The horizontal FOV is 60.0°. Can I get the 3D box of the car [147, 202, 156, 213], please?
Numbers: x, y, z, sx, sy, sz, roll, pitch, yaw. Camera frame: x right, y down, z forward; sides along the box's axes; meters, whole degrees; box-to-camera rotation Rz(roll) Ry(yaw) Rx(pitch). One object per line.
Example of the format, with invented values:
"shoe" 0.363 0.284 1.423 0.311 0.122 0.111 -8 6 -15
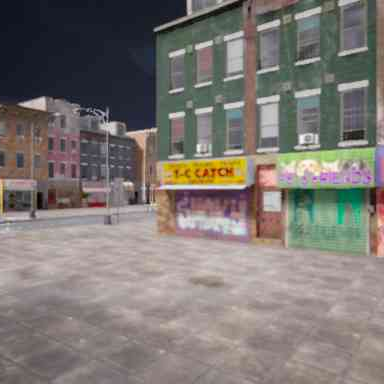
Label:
"car" -2.700 1.409 34.658 1.812 1.442 4.674 0 0 35
